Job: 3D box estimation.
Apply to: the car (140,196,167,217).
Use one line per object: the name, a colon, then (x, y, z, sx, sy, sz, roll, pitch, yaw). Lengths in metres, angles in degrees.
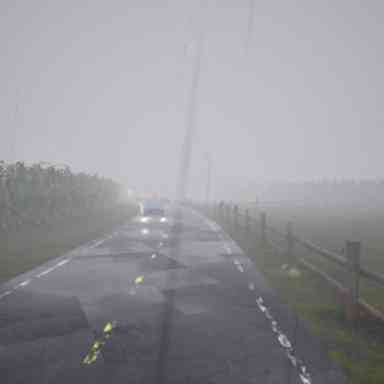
car: (-3.545, 1.456, 31.396, 1.882, 1.535, 5.008, 0, 0, -5)

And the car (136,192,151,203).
car: (-10.749, 1.183, 71.337, 2.150, 2.045, 5.566, 0, 0, -16)

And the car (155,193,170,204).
car: (-5.252, 1.479, 61.258, 1.837, 1.490, 4.892, 0, 0, -14)

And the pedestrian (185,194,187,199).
pedestrian: (-0.951, 1.262, 54.575, 0.375, 1.860, 0.375, 0, 0, -16)

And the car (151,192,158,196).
car: (-8.722, 1.068, 74.319, 2.150, 2.045, 5.566, 0, 0, -17)

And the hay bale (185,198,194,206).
hay bale: (-0.472, 1.631, 53.669, 1.220, 1.180, 1.240, 0, 0, -11)
